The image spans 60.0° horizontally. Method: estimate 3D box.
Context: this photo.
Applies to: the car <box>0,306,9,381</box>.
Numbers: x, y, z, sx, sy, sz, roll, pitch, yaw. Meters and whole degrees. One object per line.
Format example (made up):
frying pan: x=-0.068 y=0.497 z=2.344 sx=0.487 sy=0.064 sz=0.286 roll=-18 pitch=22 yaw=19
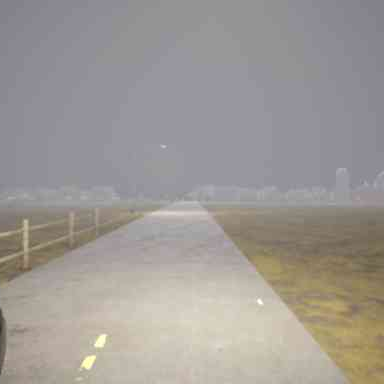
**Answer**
car: x=-2.836 y=1.496 z=1.492 sx=2.128 sy=1.511 sz=4.902 roll=0 pitch=0 yaw=0
